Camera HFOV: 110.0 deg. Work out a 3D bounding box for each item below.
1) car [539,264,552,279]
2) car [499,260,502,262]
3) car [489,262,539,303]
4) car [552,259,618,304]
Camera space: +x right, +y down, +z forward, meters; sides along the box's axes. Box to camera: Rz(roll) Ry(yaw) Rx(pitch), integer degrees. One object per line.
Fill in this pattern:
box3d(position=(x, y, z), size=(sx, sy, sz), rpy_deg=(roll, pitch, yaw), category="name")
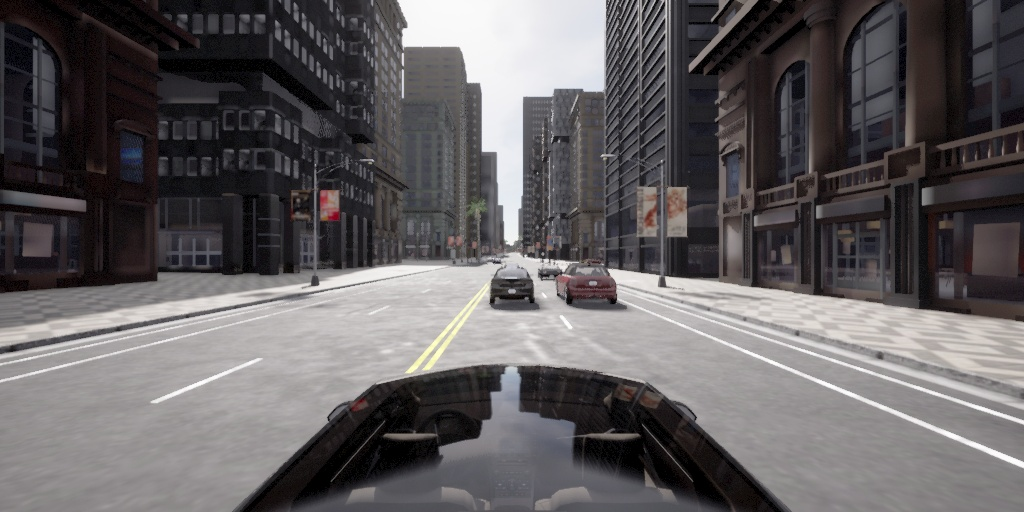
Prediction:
box3d(position=(3.250, 1.353, 31.529), size=(1.895, 1.301, 4.718), rpy_deg=(0, 0, 0), category="car")
box3d(position=(0.000, 1.309, 31.499), size=(1.994, 1.385, 4.181), rpy_deg=(0, 0, 0), category="car")
box3d(position=(0.000, 1.229, 16.500), size=(1.882, 1.535, 5.008), rpy_deg=(0, 0, 0), category="car")
box3d(position=(3.250, 1.110, 16.470), size=(2.097, 1.767, 4.553), rpy_deg=(0, 0, 0), category="car")
